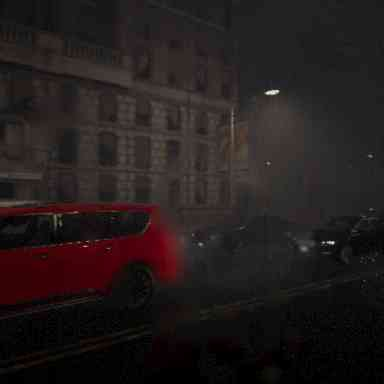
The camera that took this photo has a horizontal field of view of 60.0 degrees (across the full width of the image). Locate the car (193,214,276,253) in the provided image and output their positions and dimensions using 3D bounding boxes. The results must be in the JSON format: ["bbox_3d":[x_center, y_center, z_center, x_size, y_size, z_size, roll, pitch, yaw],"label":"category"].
[{"bbox_3d":[2.527,1.644,14.253,5.357,1.411,2.033,1,0,-34],"label":"car"}]

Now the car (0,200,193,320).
[{"bbox_3d":[-2.907,1.234,6.202,5.566,2.045,2.150,1,-1,-37],"label":"car"}]

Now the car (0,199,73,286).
[{"bbox_3d":[-6.101,1.221,8.226,5.566,2.045,2.150,1,-1,-35],"label":"car"}]

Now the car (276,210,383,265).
[{"bbox_3d":[5.655,1.601,12.154,4.902,1.511,2.128,1,0,-34],"label":"car"}]
